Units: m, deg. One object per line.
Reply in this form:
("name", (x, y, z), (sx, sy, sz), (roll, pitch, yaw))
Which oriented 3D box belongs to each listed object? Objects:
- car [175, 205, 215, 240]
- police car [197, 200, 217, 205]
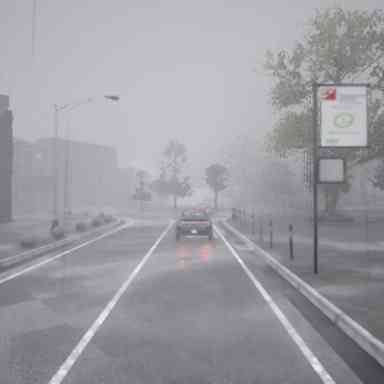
("car", (0.099, 1.661, 17.862), (2.128, 1.511, 4.902), (0, -1, 0))
("police car", (1.036, 1.872, 32.011), (2.038, 1.542, 4.974), (0, 0, 10))
